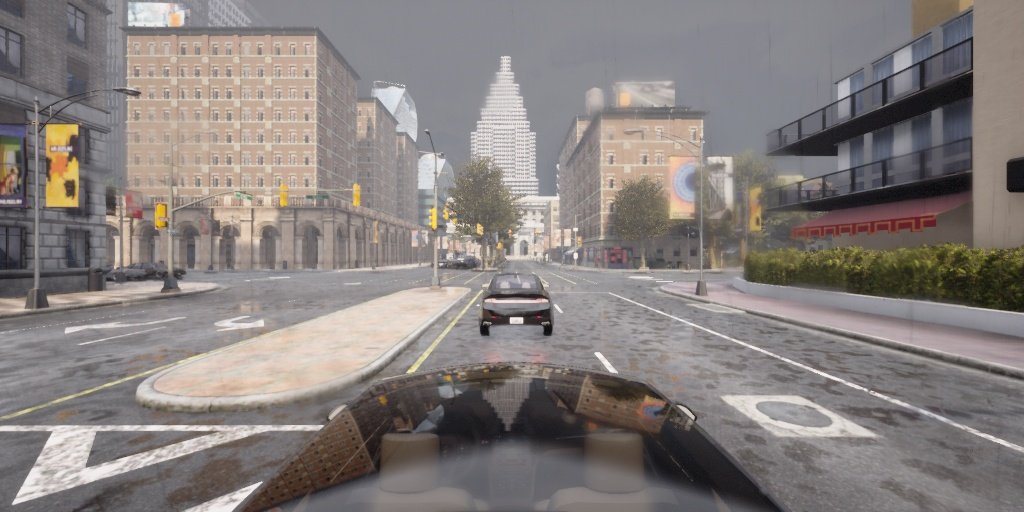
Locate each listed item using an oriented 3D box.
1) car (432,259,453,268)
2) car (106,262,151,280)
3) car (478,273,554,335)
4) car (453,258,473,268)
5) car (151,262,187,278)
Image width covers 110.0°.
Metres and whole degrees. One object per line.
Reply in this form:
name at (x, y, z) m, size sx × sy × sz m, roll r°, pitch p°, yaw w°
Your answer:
car at (-11.513, 1.245, 60.631) m, size 2.128 × 1.511 × 4.902 m, roll 0°, pitch 0°, yaw 0°
car at (-33.825, 1.352, 30.118) m, size 4.718 × 1.301 × 1.895 m, roll 0°, pitch 0°, yaw 0°
car at (0.106, 1.242, 10.498) m, size 2.128 × 1.511 × 4.902 m, roll 0°, pitch 0°, yaw 0°
car at (-8.023, 1.354, 59.183) m, size 1.895 × 1.301 × 4.718 m, roll 0°, pitch 0°, yaw 0°
car at (-33.848, 1.299, 33.617) m, size 5.357 × 1.411 × 2.033 m, roll 0°, pitch 0°, yaw 0°
